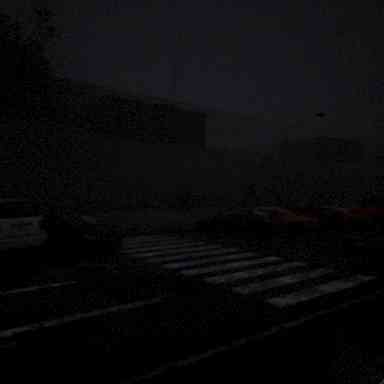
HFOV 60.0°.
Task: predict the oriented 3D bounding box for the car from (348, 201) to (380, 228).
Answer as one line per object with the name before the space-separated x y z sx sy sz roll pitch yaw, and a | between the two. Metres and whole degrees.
car | 9.895 1.603 23.470 5.366 1.575 1.946 -1 -1 35

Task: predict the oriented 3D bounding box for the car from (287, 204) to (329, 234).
car | 5.036 1.559 20.008 5.366 1.575 1.946 -1 -1 35

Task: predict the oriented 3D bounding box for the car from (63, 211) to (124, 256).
car | -4.834 1.506 13.200 4.892 1.521 2.231 -1 -1 34

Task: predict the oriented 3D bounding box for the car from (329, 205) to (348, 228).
car | 7.285 1.616 21.856 4.792 1.488 2.163 -1 -1 35

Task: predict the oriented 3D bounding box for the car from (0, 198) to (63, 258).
car | -7.289 1.243 11.474 5.566 2.045 2.435 -1 -1 35

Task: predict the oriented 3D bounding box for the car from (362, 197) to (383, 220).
car | 14.623 1.521 27.019 4.553 1.767 2.185 -1 -1 34

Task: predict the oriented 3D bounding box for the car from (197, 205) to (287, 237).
car | 2.455 1.586 18.376 4.674 1.452 2.002 -1 -1 35
